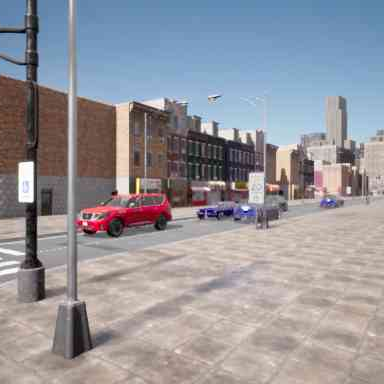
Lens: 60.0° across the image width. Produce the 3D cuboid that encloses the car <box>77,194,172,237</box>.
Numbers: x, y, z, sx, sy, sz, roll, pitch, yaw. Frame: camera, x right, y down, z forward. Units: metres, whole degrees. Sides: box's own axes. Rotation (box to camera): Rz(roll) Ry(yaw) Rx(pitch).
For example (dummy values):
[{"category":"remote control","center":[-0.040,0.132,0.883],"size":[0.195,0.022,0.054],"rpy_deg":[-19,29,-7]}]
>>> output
[{"category":"car","center":[-3.394,1.118,17.779],"size":[2.150,2.045,5.566],"rpy_deg":[0,0,35]}]

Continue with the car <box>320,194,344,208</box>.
[{"category":"car","center":[18.194,1.098,43.012],"size":[2.097,1.767,4.553],"rpy_deg":[0,0,35]}]

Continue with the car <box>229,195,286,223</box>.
[{"category":"car","center":[4.885,1.192,24.322],"size":[2.097,1.767,4.553],"rpy_deg":[0,0,35]}]

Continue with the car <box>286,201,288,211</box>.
[{"category":"car","center":[8.087,1.140,33.885],"size":[2.097,1.767,4.553],"rpy_deg":[0,0,36]}]

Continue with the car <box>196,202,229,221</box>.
[{"category":"car","center":[2.284,1.436,25.766],"size":[1.895,1.301,4.718],"rpy_deg":[0,0,35]}]
